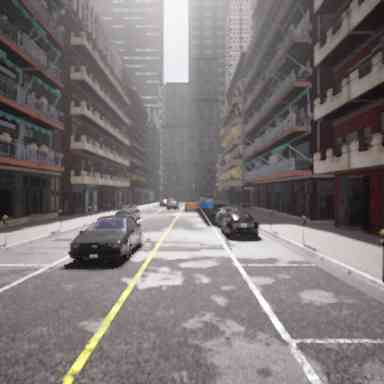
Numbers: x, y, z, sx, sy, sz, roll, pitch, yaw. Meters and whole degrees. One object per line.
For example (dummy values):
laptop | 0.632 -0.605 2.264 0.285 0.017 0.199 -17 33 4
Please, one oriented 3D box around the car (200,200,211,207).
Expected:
car | 2.609 2.174 63.921 1.887 1.381 4.507 -1 -1 0

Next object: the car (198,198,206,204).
car | 2.585 2.404 86.328 2.008 1.369 4.403 -1 -1 0

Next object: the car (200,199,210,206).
car | 2.604 2.251 69.522 1.947 1.339 4.313 -1 -1 0

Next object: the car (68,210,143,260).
car | -3.115 1.678 13.223 2.033 1.411 5.357 0 -1 0

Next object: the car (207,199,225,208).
car | 2.960 1.866 36.723 1.837 1.490 4.892 0 -1 0

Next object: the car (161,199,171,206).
car | -5.783 2.285 75.144 1.887 1.381 4.507 -1 -1 0

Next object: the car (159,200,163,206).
car | -5.777 2.251 69.542 1.947 1.339 4.313 -1 -1 0

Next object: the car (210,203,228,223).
car | 2.653 1.794 24.710 2.008 1.369 4.403 -1 -1 0

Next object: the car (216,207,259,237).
car | 2.659 1.754 19.107 1.947 1.339 4.313 -1 -1 0

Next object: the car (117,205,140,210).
car | -5.734 1.848 30.330 2.008 1.369 4.403 -1 -1 0

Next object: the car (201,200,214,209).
car | 2.616 2.124 58.319 2.008 1.369 4.403 -1 -1 0

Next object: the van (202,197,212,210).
van | 2.619 1.859 52.720 1.690 1.788 3.998 -1 -1 0

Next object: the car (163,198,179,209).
car | -3.124 2.081 54.315 2.033 1.411 5.357 0 -1 0

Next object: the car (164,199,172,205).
car | -5.789 2.379 80.745 1.802 1.307 4.206 -1 -1 0

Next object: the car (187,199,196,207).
car | -0.071 2.151 65.438 1.837 1.490 4.892 0 -1 0

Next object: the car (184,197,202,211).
car | -0.048 1.836 49.334 2.097 1.767 4.553 0 -1 0

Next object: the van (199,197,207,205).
van | 2.588 2.138 80.728 1.690 1.788 3.998 -1 -1 0

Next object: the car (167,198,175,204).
car | -5.803 2.350 91.950 1.967 1.590 4.097 -1 -1 0
